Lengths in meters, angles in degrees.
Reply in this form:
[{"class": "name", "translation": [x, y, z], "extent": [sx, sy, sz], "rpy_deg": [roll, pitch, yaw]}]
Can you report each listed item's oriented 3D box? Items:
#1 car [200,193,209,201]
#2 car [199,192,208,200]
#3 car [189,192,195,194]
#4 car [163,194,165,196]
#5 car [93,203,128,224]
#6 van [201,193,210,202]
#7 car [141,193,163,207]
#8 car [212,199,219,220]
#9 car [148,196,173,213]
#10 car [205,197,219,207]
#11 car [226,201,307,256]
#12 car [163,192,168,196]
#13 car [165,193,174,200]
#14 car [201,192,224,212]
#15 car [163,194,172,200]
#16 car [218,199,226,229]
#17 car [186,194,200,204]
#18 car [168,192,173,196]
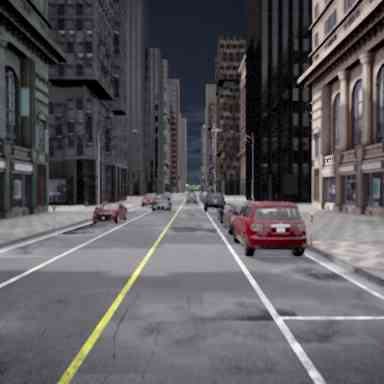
[{"class": "car", "translation": [2.717, 1.122, 74.306], "extent": [1.967, 1.590, 4.097], "rpy_deg": [0, 0, 0]}, {"class": "car", "translation": [2.713, 0.974, 79.908], "extent": [2.192, 1.841, 5.009], "rpy_deg": [0, 0, 0]}, {"class": "car", "translation": [-0.041, 0.860, 72.392], "extent": [2.097, 1.767, 4.553], "rpy_deg": [0, 0, 0]}, {"class": "car", "translation": [-5.795, 1.342, 51.892], "extent": [1.947, 1.339, 4.313], "rpy_deg": [0, 0, 0]}, {"class": "car", "translation": [-5.779, 1.441, 23.881], "extent": [1.887, 1.381, 4.507], "rpy_deg": [0, 0, 0]}, {"class": "van", "translation": [2.720, 1.047, 68.705], "extent": [1.690, 1.788, 3.998], "rpy_deg": [0, 0, 0]}, {"class": "car", "translation": [-5.793, 1.115, 46.289], "extent": [2.192, 1.841, 5.009], "rpy_deg": [0, 0, 0]}, {"class": "car", "translation": [2.746, 1.462, 23.892], "extent": [1.947, 1.339, 4.313], "rpy_deg": [0, 0, 0]}, {"class": "car", "translation": [-3.114, 1.412, 35.172], "extent": [1.994, 1.385, 4.181], "rpy_deg": [0, 0, 0]}, {"class": "car", "translation": [2.733, 1.382, 46.299], "extent": [1.802, 1.307, 4.206], "rpy_deg": [0, 0, 0]}, {"class": "car", "translation": [2.752, 1.259, 12.687], "extent": [2.192, 1.841, 5.009], "rpy_deg": [0, 0, 0]}, {"class": "car", "translation": [-5.799, 1.193, 57.494], "extent": [1.967, 1.590, 4.097], "rpy_deg": [0, 0, 0]}, {"class": "car", "translation": [-5.815, 1.076, 85.504], "extent": [1.967, 1.590, 4.097], "rpy_deg": [0, 0, 0]}, {"class": "car", "translation": [2.373, 1.071, 36.321], "extent": [2.150, 2.045, 5.566], "rpy_deg": [0, 0, 0]}, {"class": "car", "translation": [-5.811, 1.185, 79.733], "extent": [1.752, 1.417, 4.829], "rpy_deg": [0, 0, 0]}, {"class": "car", "translation": [2.749, 1.360, 18.290], "extent": [1.967, 1.590, 4.097], "rpy_deg": [0, 0, 0]}, {"class": "car", "translation": [-0.031, 1.361, 55.737], "extent": [1.895, 1.301, 4.718], "rpy_deg": [0, 0, 0]}, {"class": "car", "translation": [-5.809, 0.997, 74.300], "extent": [2.192, 1.841, 5.009], "rpy_deg": [0, 0, 0]}]
